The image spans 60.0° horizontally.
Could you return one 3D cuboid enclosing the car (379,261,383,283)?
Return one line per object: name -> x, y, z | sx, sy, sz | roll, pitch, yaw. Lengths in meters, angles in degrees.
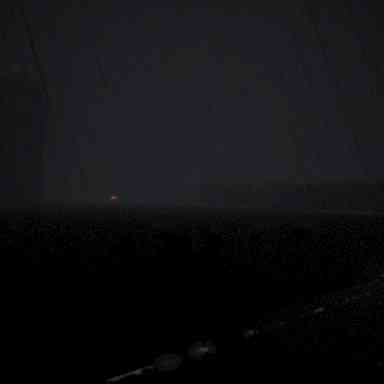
car -> 6.223, 1.645, 7.509 | 4.718, 1.301, 1.895 | 0, 0, -35
